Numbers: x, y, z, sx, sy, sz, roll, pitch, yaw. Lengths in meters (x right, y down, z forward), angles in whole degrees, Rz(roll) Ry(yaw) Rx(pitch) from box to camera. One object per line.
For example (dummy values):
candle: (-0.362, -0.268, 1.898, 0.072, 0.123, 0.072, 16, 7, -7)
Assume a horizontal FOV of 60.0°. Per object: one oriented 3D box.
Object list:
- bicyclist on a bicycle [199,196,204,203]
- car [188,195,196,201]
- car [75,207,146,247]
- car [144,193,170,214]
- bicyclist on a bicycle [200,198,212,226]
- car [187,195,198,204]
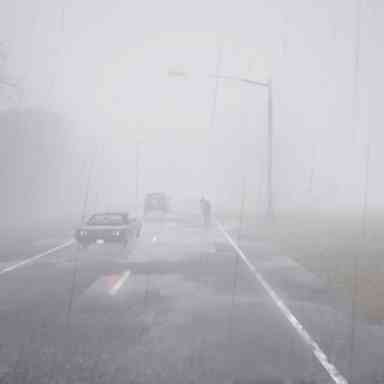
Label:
bicyclist on a bicycle: (0.967, 1.244, 30.268, 0.659, 1.776, 1.843, 0, 0, 0)
car: (0.004, 1.289, 74.610, 1.895, 1.301, 4.718, 0, 0, 0)
car: (-3.401, 1.539, 14.554, 1.895, 1.301, 4.718, 0, 0, 0)
car: (-3.399, 1.084, 32.913, 2.150, 2.045, 5.566, 0, 0, 0)
bicyclist on a bicycle: (0.965, 1.367, 20.594, 0.582, 1.620, 1.656, 0, 0, 0)
car: (0.083, 1.330, 56.724, 1.994, 1.385, 4.181, 0, 0, 0)
